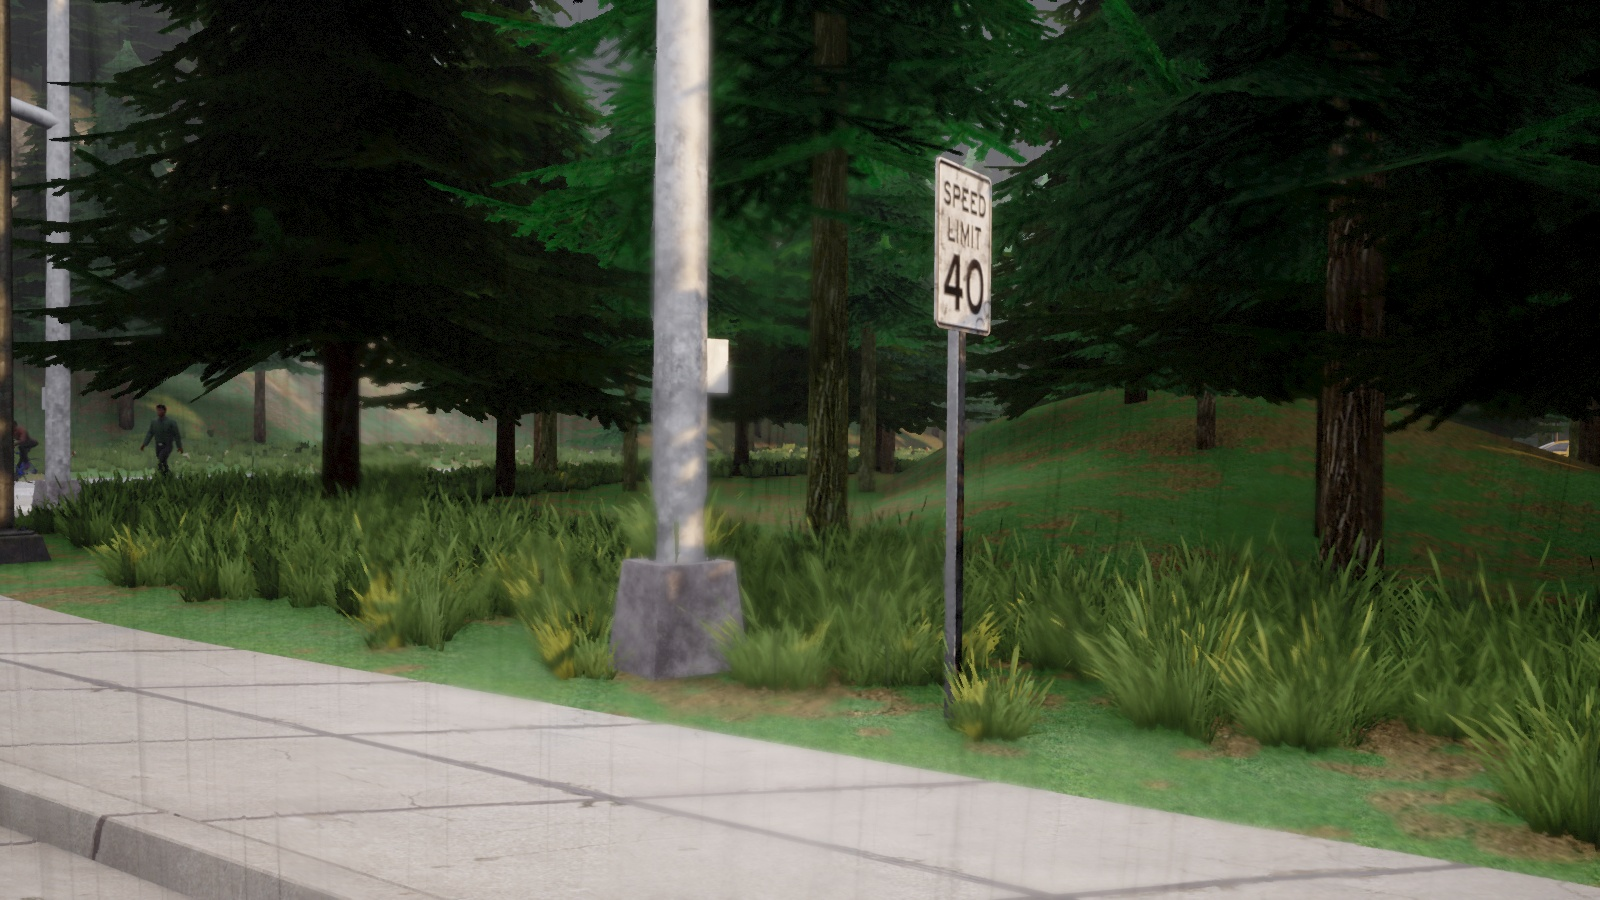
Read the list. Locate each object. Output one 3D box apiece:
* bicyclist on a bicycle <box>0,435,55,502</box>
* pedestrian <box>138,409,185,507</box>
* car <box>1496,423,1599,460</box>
[{"bbox_3d":[-19.340,0.436,30.993,0.582,1.620,1.656,0,1,16],"label":"bicyclist on a bicycle"},{"bbox_3d":[-12.915,0.163,25.408,0.423,1.949,0.788,0,1,10],"label":"pedestrian"},{"bbox_3d":[33.110,-0.368,54.063,5.366,1.575,1.801,0,1,33],"label":"car"}]
